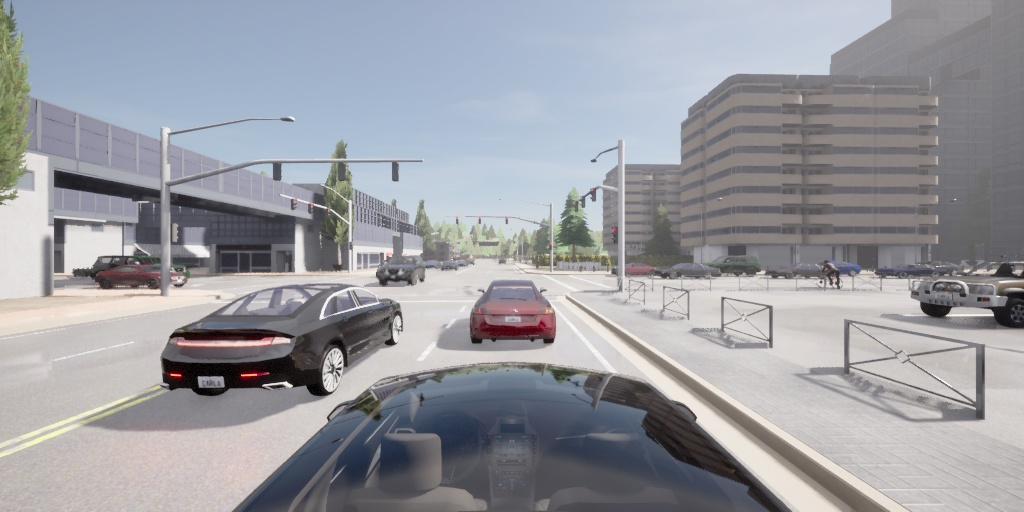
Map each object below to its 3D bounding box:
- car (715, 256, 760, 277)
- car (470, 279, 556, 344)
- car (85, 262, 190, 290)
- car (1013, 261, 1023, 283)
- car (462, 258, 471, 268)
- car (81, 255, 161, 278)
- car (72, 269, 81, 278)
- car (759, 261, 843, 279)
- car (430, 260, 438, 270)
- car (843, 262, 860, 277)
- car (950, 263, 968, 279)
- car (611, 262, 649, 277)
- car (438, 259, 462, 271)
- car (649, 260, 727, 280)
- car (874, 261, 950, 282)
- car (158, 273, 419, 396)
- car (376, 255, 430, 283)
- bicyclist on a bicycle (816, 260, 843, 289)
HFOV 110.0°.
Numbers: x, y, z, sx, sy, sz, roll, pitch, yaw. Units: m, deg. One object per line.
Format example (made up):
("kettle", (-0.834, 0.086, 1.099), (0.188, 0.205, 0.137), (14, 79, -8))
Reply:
("car", (21.085, 0.971, 34.857), (5.566, 2.045, 2.150), (0, 0, -2))
("car", (0.010, 1.314, 9.623), (1.994, 1.385, 4.181), (0, 0, 0))
("car", (-22.890, 1.276, 22.183), (4.674, 1.442, 1.812), (0, 0, 0))
("car", (43.298, 1.314, 28.363), (4.181, 1.385, 1.994), (0, 0, -1))
("car", (-8.691, 1.297, 61.543), (2.033, 1.411, 5.357), (0, 0, -1))
("car", (-26.447, 0.971, 25.579), (5.566, 2.045, 2.150), (0, 0, -1))
("car", (-36.650, 1.351, 32.536), (4.718, 1.301, 1.895), (0, 0, -1))
("car", (25.302, 1.297, 31.479), (5.357, 1.411, 2.033), (0, 0, -2))
("car", (-12.016, 1.297, 54.396), (2.033, 1.411, 5.357), (0, 0, -1))
("car", (31.111, 1.228, 35.150), (5.008, 1.535, 1.882), (0, 0, -2))
("car", (41.227, 1.255, 35.414), (4.892, 1.490, 1.837), (0, 0, -1))
("car", (11.742, 1.314, 34.576), (4.181, 1.385, 1.994), (0, 0, -2))
("car", (-8.369, 1.314, 48.935), (1.994, 1.385, 4.181), (0, 0, -2))
("car", (15.232, 1.297, 31.179), (5.357, 1.411, 2.033), (0, 0, -2))
("car", (35.165, 1.351, 31.761), (4.718, 1.301, 1.895), (0, 0, -2))
("car", (-3.475, 1.242, 6.564), (2.128, 1.511, 4.902), (0, 0, 0))
("car", (-7.564, 0.972, 25.257), (2.150, 2.045, 5.566), (0, 0, -2))
("bicyclist on a bicycle", (17.925, 1.052, 20.271), (0.582, 1.620, 1.656), (0, 0, -2))
